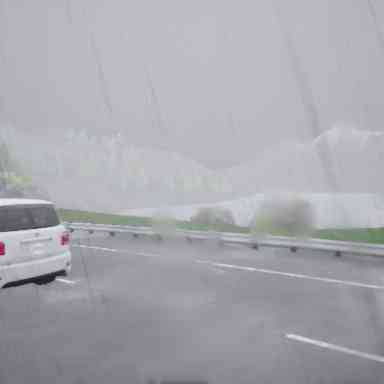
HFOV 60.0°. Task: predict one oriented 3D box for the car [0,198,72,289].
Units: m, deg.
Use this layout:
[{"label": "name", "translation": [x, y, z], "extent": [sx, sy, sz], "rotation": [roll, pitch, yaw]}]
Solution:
[{"label": "car", "translation": [-5.299, 1.170, 7.859], "extent": [5.566, 2.045, 2.150], "rotation": [0, 0, 31]}]
